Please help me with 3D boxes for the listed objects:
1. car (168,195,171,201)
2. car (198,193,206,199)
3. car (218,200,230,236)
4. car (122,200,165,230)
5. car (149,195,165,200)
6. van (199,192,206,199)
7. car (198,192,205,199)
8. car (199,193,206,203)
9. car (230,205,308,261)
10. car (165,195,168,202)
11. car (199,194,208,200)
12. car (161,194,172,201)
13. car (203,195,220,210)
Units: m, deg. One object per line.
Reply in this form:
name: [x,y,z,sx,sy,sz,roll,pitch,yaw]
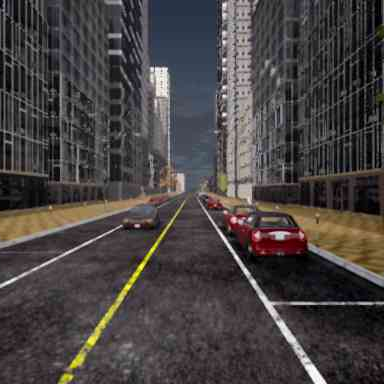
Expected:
car: [-5.688,1.255,69.064,1.887,1.381,4.507,0,0,0]
car: [2.694,1.030,91.825,1.967,1.590,4.097,0,0,0]
car: [2.691,1.376,17.825,1.967,1.590,4.097,0,0,0]
car: [-3.000,1.472,20.903,2.033,1.411,5.357,0,0,0]
car: [-5.688,1.338,51.986,1.887,1.381,4.507,0,0,0]
van: [2.694,0.962,86.133,1.690,1.788,3.998,0,0,0]
car: [2.693,1.276,69.056,1.947,1.339,4.313,0,0,0]
car: [2.693,1.332,57.672,1.947,1.339,4.313,0,0,0]
car: [2.691,1.397,12.133,1.967,1.590,4.097,0,0,0]
car: [-5.688,1.348,57.680,1.802,1.307,4.206,0,0,0]
car: [2.693,1.218,80.440,1.947,1.339,4.313,0,0,0]
car: [-5.688,1.247,74.757,1.947,1.339,4.313,0,0,0]
car: [2.692,1.390,40.595,1.887,1.381,4.507,0,0,0]
